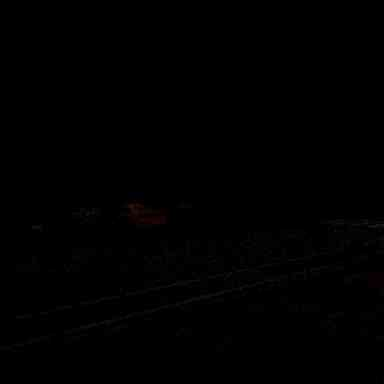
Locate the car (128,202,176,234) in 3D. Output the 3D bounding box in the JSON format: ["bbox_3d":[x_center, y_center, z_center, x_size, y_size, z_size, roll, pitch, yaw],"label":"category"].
[{"bbox_3d":[-3.279,1.407,18.880,2.097,1.535,5.008,-1,1,-35],"label":"car"}]

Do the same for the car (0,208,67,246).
[{"bbox_3d":[-7.783,1.523,15.719,2.163,1.488,4.792,-1,0,-35],"label":"car"}]

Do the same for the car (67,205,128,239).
[{"bbox_3d":[-5.529,1.451,17.294,2.231,1.521,4.892,-1,1,-35],"label":"car"}]

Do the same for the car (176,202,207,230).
[{"bbox_3d":[-1.033,1.362,20.476,2.231,1.521,4.892,-1,1,-35],"label":"car"}]
